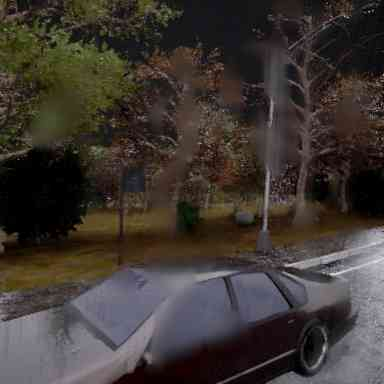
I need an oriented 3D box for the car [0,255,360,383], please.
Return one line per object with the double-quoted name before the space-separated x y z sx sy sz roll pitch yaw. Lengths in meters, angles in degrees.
"car" -0.084 1.562 4.009 5.357 1.411 2.033 0 0 -36
